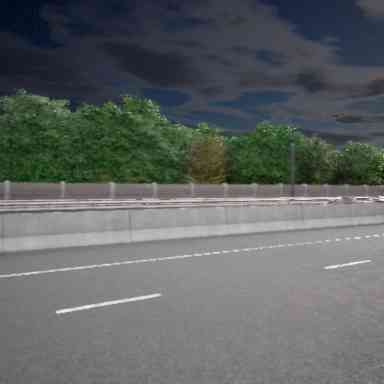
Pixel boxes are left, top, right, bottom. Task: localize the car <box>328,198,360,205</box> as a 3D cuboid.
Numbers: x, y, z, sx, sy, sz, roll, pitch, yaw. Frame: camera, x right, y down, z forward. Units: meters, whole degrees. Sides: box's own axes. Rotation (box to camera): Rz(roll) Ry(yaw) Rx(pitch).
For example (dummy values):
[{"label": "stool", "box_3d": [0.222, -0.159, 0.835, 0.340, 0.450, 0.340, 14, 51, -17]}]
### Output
[{"label": "car", "box_3d": [18.093, 1.406, 39.583, 4.181, 1.385, 1.994, 0, 0, -29]}]
